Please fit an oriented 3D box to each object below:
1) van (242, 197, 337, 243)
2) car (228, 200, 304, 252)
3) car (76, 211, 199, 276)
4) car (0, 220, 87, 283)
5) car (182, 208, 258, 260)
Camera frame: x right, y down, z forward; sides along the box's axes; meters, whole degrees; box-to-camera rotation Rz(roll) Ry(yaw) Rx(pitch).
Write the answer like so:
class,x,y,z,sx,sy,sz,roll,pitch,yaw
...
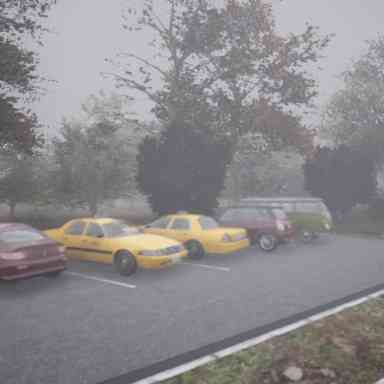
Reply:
class,x,y,z,sx,sy,sz,roll,pitch,yaw
van,4.434,1.254,15.789,4.442,1.987,1.878,-1,-1,33
car,1.999,1.359,14.047,4.553,1.767,2.185,-1,0,33
car,-2.632,1.488,10.444,5.366,1.575,1.946,-1,-1,34
car,-5.182,1.538,8.800,4.674,1.452,2.002,-1,0,34
car,-0.557,1.489,12.400,5.366,1.575,1.946,-1,0,34
